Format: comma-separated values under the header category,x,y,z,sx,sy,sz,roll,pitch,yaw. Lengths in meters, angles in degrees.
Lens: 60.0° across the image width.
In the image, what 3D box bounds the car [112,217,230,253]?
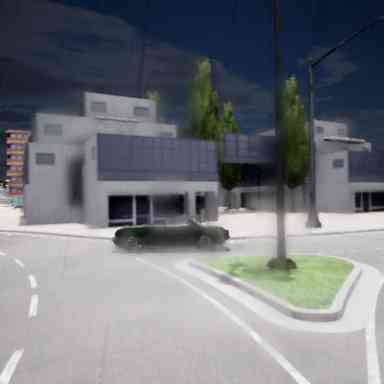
category,x,y,z,sx,sy,sz,roll,pitch,yaw
car,-0.872,1.750,13.980,4.718,1.301,1.895,-1,-1,-2
